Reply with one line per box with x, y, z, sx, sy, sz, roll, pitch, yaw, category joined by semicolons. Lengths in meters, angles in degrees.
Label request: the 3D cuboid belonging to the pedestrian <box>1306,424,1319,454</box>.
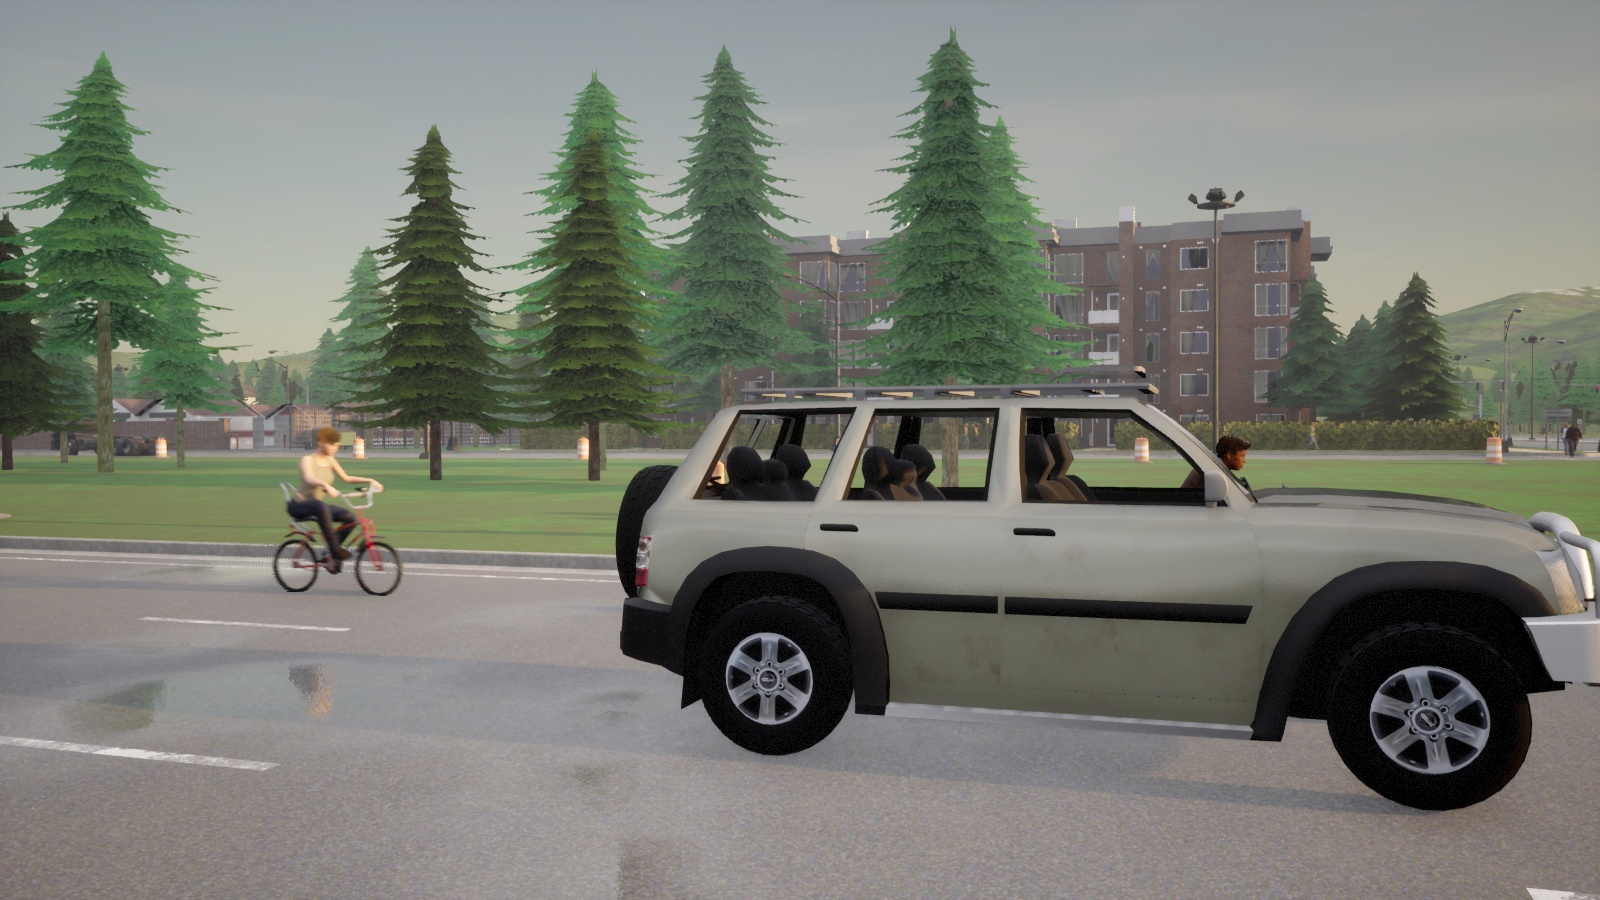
31.269;-0.653;76.564;0.706;1.836;0.354;1;1;20;pedestrian

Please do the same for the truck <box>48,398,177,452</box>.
-45.776;-1.666;83.589;7.936;3.462;2.891;1;1;19;truck

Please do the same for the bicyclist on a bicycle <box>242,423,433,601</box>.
-4.429;0.553;12.063;1.509;1.612;0.866;1;1;18;bicyclist on a bicycle

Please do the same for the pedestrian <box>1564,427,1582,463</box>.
39.461;-0.258;64.099;0.634;1.844;0.899;1;1;23;pedestrian

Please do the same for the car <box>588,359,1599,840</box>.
1.444;0.546;6.396;4.605;1.855;1.932;1;1;18;car

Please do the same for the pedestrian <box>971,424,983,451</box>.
11.688;-0.831;83.102;0.726;1.835;0.370;1;1;19;pedestrian
